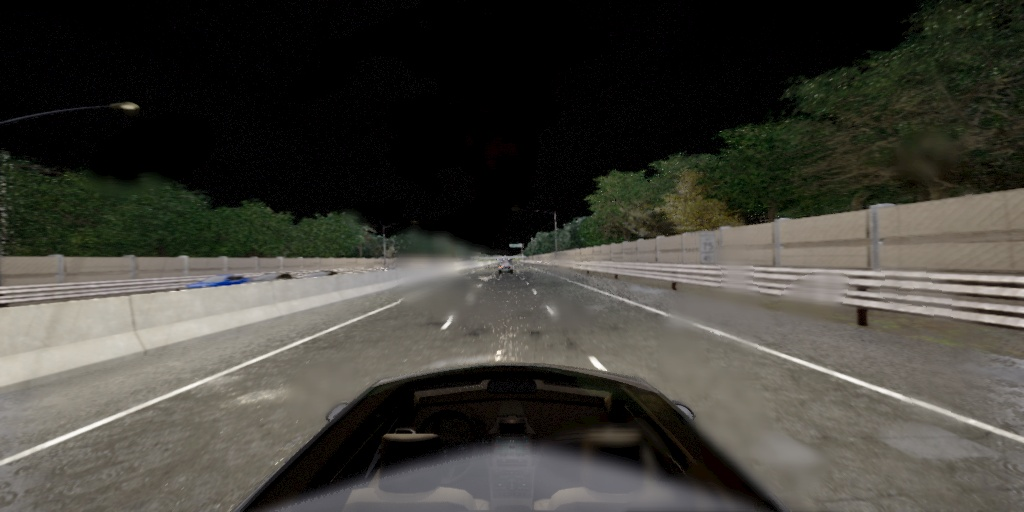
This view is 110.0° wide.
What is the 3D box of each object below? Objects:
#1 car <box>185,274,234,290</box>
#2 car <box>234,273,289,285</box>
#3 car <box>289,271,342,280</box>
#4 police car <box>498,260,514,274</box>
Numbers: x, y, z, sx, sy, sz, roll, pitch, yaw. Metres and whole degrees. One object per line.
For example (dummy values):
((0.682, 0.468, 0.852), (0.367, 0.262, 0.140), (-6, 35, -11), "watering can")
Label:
((-21.587, 2.125, 26.733), (1.882, 1.535, 5.008), (-2, -1, -1), "car")
((-18.092, 2.039, 27.189), (1.837, 1.490, 4.892), (-2, -1, -1), "car")
((-14.607, 1.922, 27.649), (1.837, 1.490, 4.892), (-2, 0, -1), "car")
((-0.814, 1.630, 49.061), (2.038, 1.542, 4.974), (-2, 0, 0), "police car")
